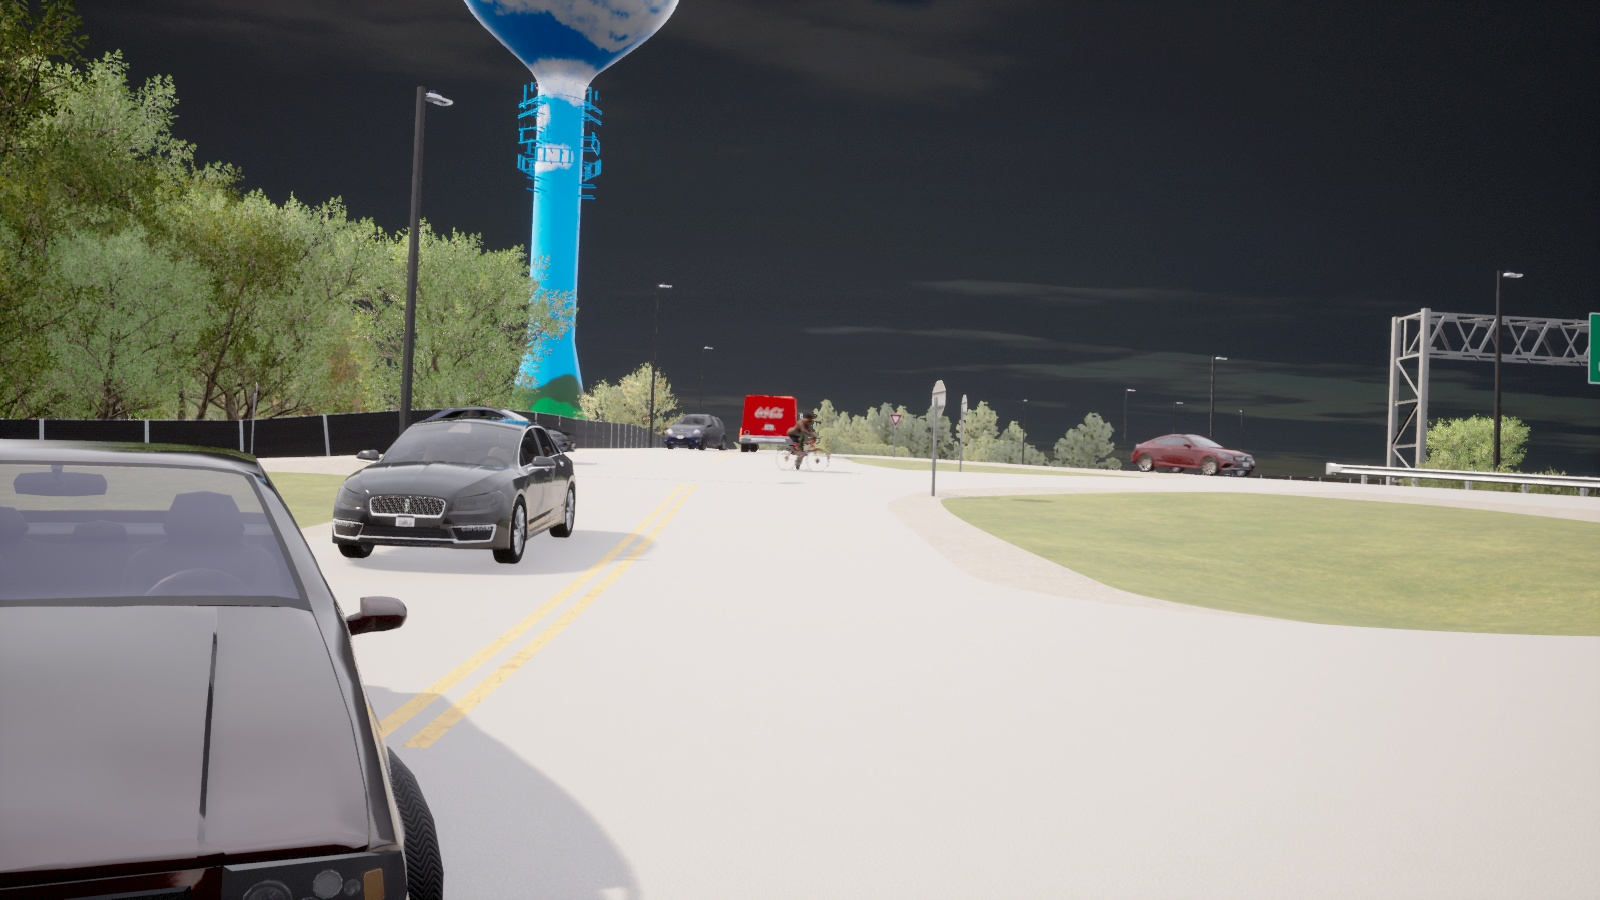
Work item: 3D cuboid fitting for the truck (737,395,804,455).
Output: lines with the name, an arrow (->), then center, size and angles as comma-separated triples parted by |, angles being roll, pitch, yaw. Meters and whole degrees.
truck -> -1.227, -1.068, 55.462 | 2.627, 2.467, 5.204 | 1, 1, 2

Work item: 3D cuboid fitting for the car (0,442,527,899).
car -> -2.552, 0.719, 4.461 | 2.033, 1.411, 5.357 | 1, 1, -24

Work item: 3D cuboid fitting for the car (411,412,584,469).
car -> -8.155, -0.265, 34.109 | 4.193, 1.474, 1.816 | -1, 1, 3

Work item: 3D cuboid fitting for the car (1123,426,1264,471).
car -> 13.978, -0.075, 44.831 | 1.812, 1.442, 4.674 | 2, 0, -33

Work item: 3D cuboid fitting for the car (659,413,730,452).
car -> -4.611, -0.752, 55.592 | 1.851, 1.617, 3.988 | 1, 1, 15

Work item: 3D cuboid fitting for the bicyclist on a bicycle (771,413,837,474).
bicyclist on a bicycle -> 0.107, -0.190, 34.442 | 1.656, 1.620, 0.582 | 2, 0, 27

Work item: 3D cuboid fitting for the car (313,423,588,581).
car -> -3.827, 0.455, 14.714 | 1.837, 1.490, 4.892 | 1, 2, 0
